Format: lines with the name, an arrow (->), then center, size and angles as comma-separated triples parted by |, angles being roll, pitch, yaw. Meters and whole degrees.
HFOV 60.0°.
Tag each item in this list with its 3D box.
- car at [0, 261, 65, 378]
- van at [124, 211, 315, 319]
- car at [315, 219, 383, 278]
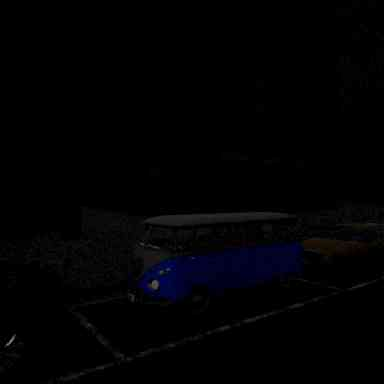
car -> -3.799, 1.566, 3.942 | 4.313, 1.339, 1.947 | 0, 0, -35
van -> 0.628, 1.341, 7.100 | 3.998, 1.788, 1.690 | 0, 0, -35
car -> 4.917, 1.526, 10.158 | 4.829, 1.417, 1.752 | 0, 0, -35
